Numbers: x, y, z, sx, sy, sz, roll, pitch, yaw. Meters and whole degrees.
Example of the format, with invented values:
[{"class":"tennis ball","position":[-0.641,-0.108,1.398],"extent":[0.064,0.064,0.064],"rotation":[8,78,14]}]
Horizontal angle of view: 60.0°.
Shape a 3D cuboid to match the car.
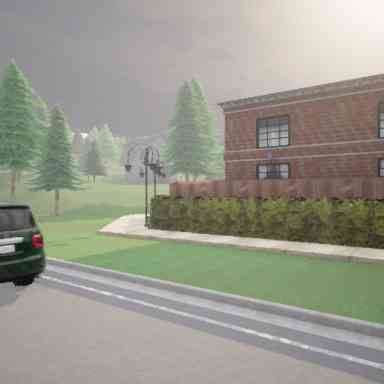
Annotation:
[{"class":"car","position":[-5.872,1.224,8.183],"extent":[5.566,2.045,2.150],"rotation":[0,0,36]}]
